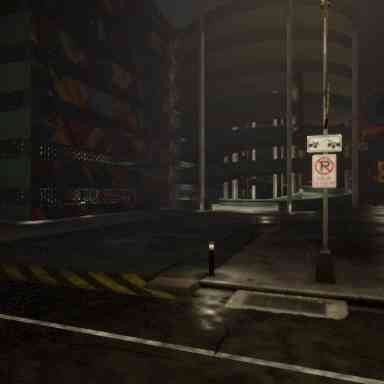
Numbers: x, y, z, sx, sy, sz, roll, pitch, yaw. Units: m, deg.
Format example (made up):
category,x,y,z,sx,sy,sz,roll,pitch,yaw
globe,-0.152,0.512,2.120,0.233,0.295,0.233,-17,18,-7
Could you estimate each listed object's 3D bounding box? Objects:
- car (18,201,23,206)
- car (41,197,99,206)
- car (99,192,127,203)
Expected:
category,x,y,z,sx,sy,sz,roll,pitch,yaw
car,-20.326,1.463,43.492,4.718,1.301,1.895,0,0,20
car,-11.903,1.320,32.363,4.674,1.452,2.002,0,0,20
car,-14.639,1.028,61.114,5.566,2.045,2.435,0,0,20
